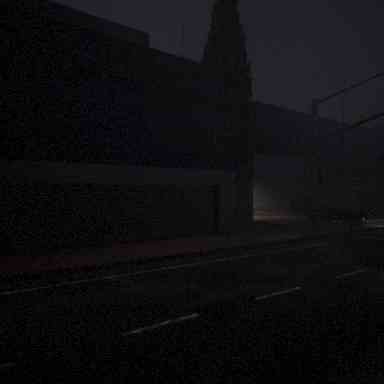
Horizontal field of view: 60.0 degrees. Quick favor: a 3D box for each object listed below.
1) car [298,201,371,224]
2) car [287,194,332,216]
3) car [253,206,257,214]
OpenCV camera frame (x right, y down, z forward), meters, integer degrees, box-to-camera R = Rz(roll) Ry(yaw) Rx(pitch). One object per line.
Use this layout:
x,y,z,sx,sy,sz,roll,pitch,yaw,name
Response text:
10.846,1.601,25.257,1.895,1.301,4.718,0,0,-34,car
11.404,1.219,30.521,2.150,2.045,5.566,0,0,-37,car
4.364,1.601,34.077,1.895,1.301,4.718,0,0,-37,car
